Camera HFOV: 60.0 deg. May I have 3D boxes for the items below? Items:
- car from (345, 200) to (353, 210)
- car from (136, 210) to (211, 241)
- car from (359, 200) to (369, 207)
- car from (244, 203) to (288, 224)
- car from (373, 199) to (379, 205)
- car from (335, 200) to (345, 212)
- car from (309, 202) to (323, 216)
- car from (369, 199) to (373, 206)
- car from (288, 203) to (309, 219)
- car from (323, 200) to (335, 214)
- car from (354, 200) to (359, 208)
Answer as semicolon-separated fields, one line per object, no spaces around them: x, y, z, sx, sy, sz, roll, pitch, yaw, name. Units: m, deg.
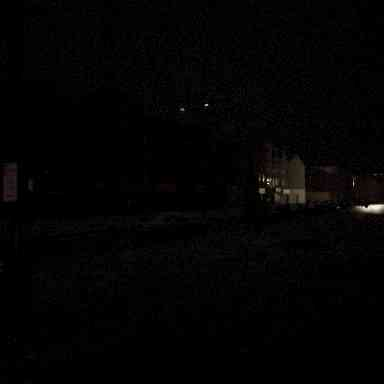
21.884;1.949;49.148;2.008;1.369;4.403;-1;-1;35;car
-0.761;1.595;17.140;1.752;1.417;4.829;-1;-1;35;car
31.632;2.143;62.926;2.008;1.369;4.403;-1;-1;35;car
5.639;1.712;26.186;1.947;1.339;4.313;-1;-1;35;car
44.627;2.457;81.293;2.008;1.369;4.403;-2;-2;35;car
18.634;1.781;44.558;1.967;1.590;4.097;-1;-1;35;car
12.137;1.818;35.370;1.802;1.307;4.206;-1;-1;35;car
34.880;2.208;67.518;1.887;1.381;4.507;-1;-2;35;car
8.888;1.740;30.778;2.008;1.369;4.403;-1;-1;35;car
15.386;1.831;39.963;1.887;1.381;4.507;-1;-1;35;car
25.133;2.010;53.741;2.008;1.369;4.403;-1;-1;35;car
